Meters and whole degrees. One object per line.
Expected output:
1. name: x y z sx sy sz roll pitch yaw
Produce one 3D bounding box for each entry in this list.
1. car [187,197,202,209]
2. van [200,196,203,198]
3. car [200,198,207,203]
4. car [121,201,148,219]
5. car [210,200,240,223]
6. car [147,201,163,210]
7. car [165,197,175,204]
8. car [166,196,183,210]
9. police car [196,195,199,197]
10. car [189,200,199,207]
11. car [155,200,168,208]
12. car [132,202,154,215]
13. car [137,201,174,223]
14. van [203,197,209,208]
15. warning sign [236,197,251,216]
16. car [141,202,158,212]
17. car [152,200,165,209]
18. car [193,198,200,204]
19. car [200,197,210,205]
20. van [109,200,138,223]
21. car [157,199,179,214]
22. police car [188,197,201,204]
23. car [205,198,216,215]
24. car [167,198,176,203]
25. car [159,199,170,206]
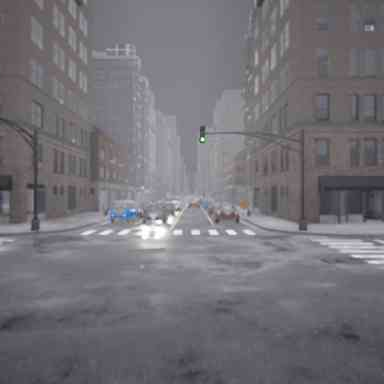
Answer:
1. car: 0.341 2.028 53.977 1.812 1.442 4.674 0 -1 1
2. van: 2.961 1.965 67.519 1.690 1.788 3.998 0 -1 0
3. car: 3.052 2.390 90.193 1.947 1.339 4.313 0 -1 0
4. car: -5.702 1.753 33.536 1.967 1.590 4.097 0 -1 0
5. car: 2.801 1.700 27.835 1.967 1.590 4.097 0 -1 0
6. car: -5.634 2.036 50.539 1.947 1.339 4.313 0 -1 0
7. car: -5.496 2.089 84.549 2.192 1.841 5.009 0 -1 0
8. car: -2.867 1.677 48.982 2.150 2.045 5.566 0 -1 0
9. police car: 1.116 2.106 73.931 1.930 1.638 5.238 0 -1 -1
10. car: 0.338 2.195 64.222 1.895 1.301 4.718 0 -1 1
11. car: -5.587 2.138 61.875 1.947 1.339 4.313 0 -1 0
12. car: -5.679 1.931 39.203 1.947 1.339 4.313 0 -1 0
13. car: -2.970 1.753 28.006 2.128 1.511 4.902 0 -1 0
14. van: 2.892 1.811 50.512 1.690 1.788 3.998 0 -1 0
15. warning sign: 5.226 1.432 33.823 1.300 1.860 1.060 0 0 0
16. car: -5.656 2.000 44.871 1.802 1.307 4.206 0 -1 0
17. car: -5.611 2.045 56.037 1.752 1.417 4.829 0 -1 0
18. car: 1.147 2.225 84.025 1.801 1.575 5.366 0 -1 0
19. car: 3.006 2.039 78.857 2.192 1.841 5.009 0 -1 0
20. van: -5.725 1.600 27.869 1.690 1.788 3.998 0 -1 0
21. car: -2.924 1.848 38.251 2.128 1.511 4.902 0 -1 0
22. police car: 0.657 2.246 89.854 1.930 1.638 5.238 0 -1 -16
23. car: 2.846 1.806 39.173 1.967 1.590 4.097 0 -1 0
24. car: -5.473 2.374 90.214 2.008 1.369 4.403 0 -1 0
25. car: -5.565 2.168 67.542 1.887 1.381 4.507 0 -1 0
